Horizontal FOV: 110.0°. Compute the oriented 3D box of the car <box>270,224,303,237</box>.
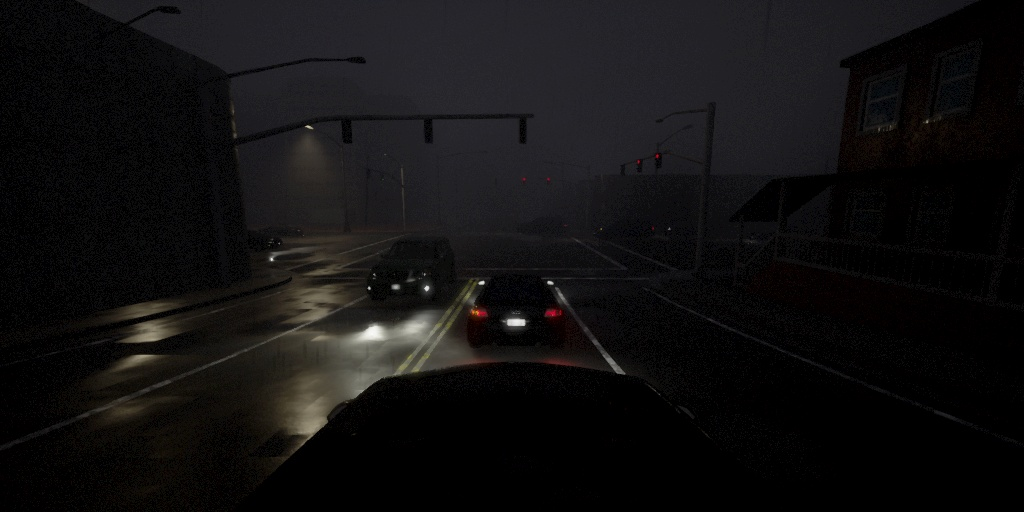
[{"bbox_3d":[-24.334,-2.688,37.609,4.181,1.385,1.994,0,8,0],"label":"car"}]

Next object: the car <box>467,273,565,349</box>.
[{"bbox_3d":[0.097,1.091,8.682,1.994,1.385,4.181,0,3,0],"label":"car"}]

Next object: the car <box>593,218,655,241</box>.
[{"bbox_3d":[10.518,-2.495,33.808,5.566,2.045,2.150,0,8,0],"label":"car"}]

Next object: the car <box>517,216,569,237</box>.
[{"bbox_3d":[3.396,-3.257,39.029,5.566,2.045,2.150,3,10,21],"label":"car"}]

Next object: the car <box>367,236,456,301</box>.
[{"bbox_3d":[-3.564,0.338,13.780,2.150,2.045,5.566,0,6,0],"label":"car"}]

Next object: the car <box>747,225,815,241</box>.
[{"bbox_3d":[25.356,-2.173,33.803,5.357,1.411,2.033,0,8,0],"label":"car"}]

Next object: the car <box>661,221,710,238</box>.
[{"bbox_3d":[17.976,-2.879,37.289,4.553,1.767,2.097,0,8,0],"label":"car"}]

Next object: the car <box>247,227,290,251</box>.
[{"bbox_3d":[-19.946,-1.185,26.975,4.892,1.490,1.837,0,8,1],"label":"car"}]
